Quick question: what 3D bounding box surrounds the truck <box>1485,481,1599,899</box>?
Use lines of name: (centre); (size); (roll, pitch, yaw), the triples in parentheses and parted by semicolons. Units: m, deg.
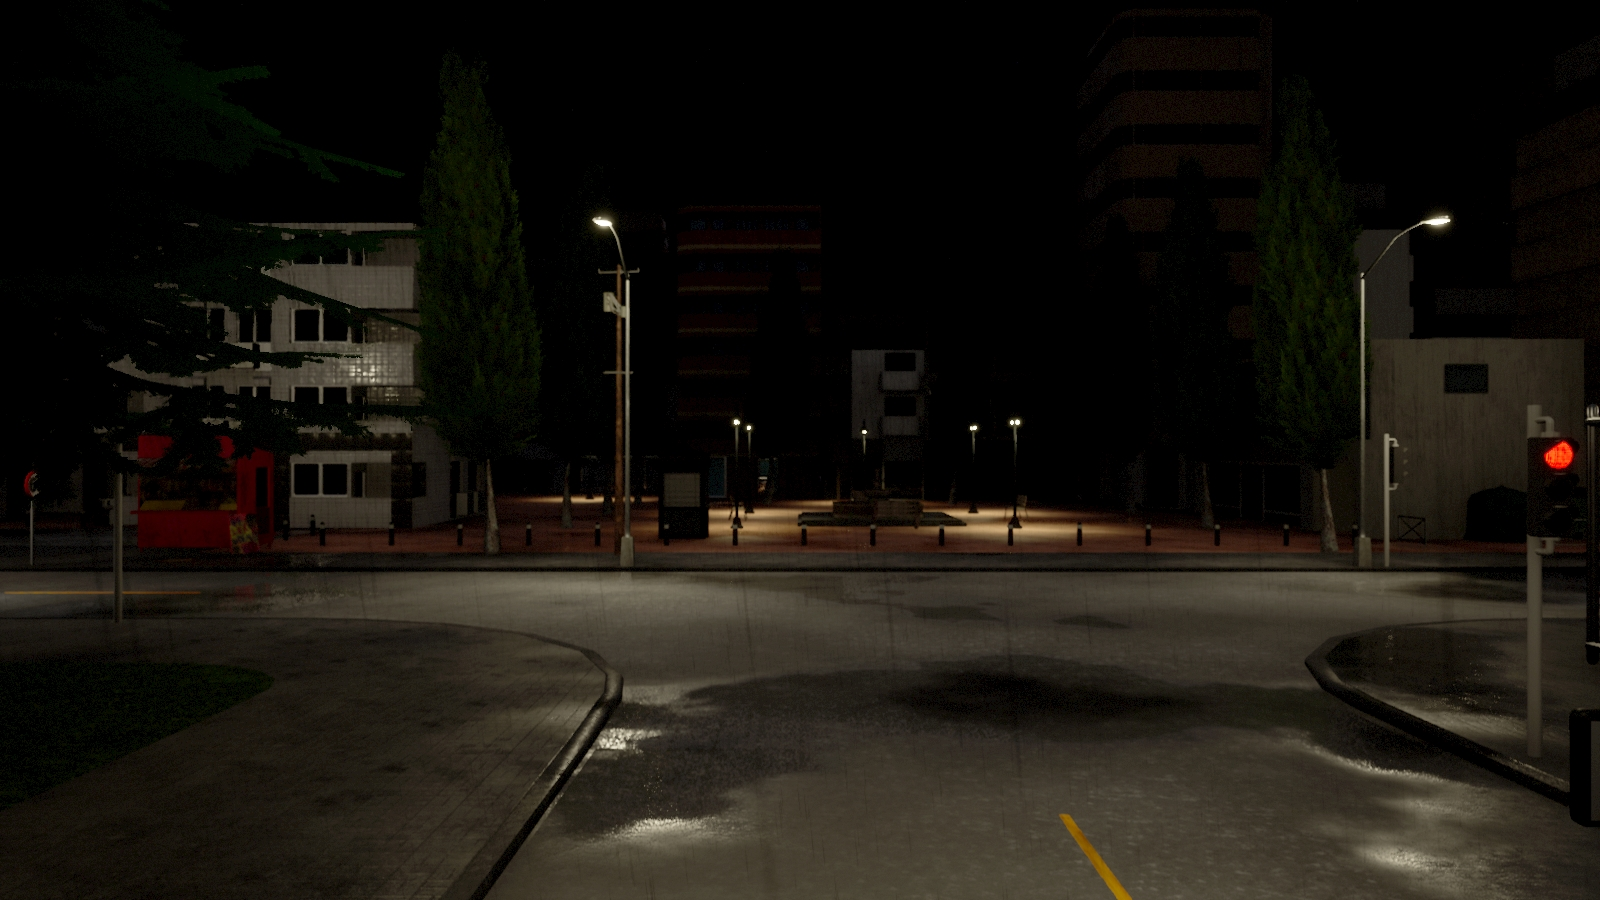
truck: (4.018, 1.354, 1.922); (2.627, 2.467, 5.204); (0, 0, 0)
